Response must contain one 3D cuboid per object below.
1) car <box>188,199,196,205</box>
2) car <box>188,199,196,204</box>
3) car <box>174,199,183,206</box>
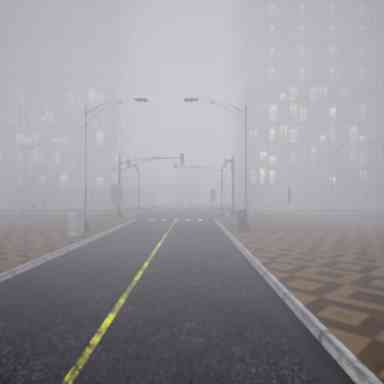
[{"bbox_3d":[-0.002,2.491,80.927,2.033,1.411,5.357,0,-1,0],"label":"car"},{"bbox_3d":[-0.002,2.596,91.344,2.128,1.511,4.902,0,-1,0],"label":"car"},{"bbox_3d":[-3.001,2.361,75.504,1.882,1.535,5.008,0,-1,0],"label":"car"}]
